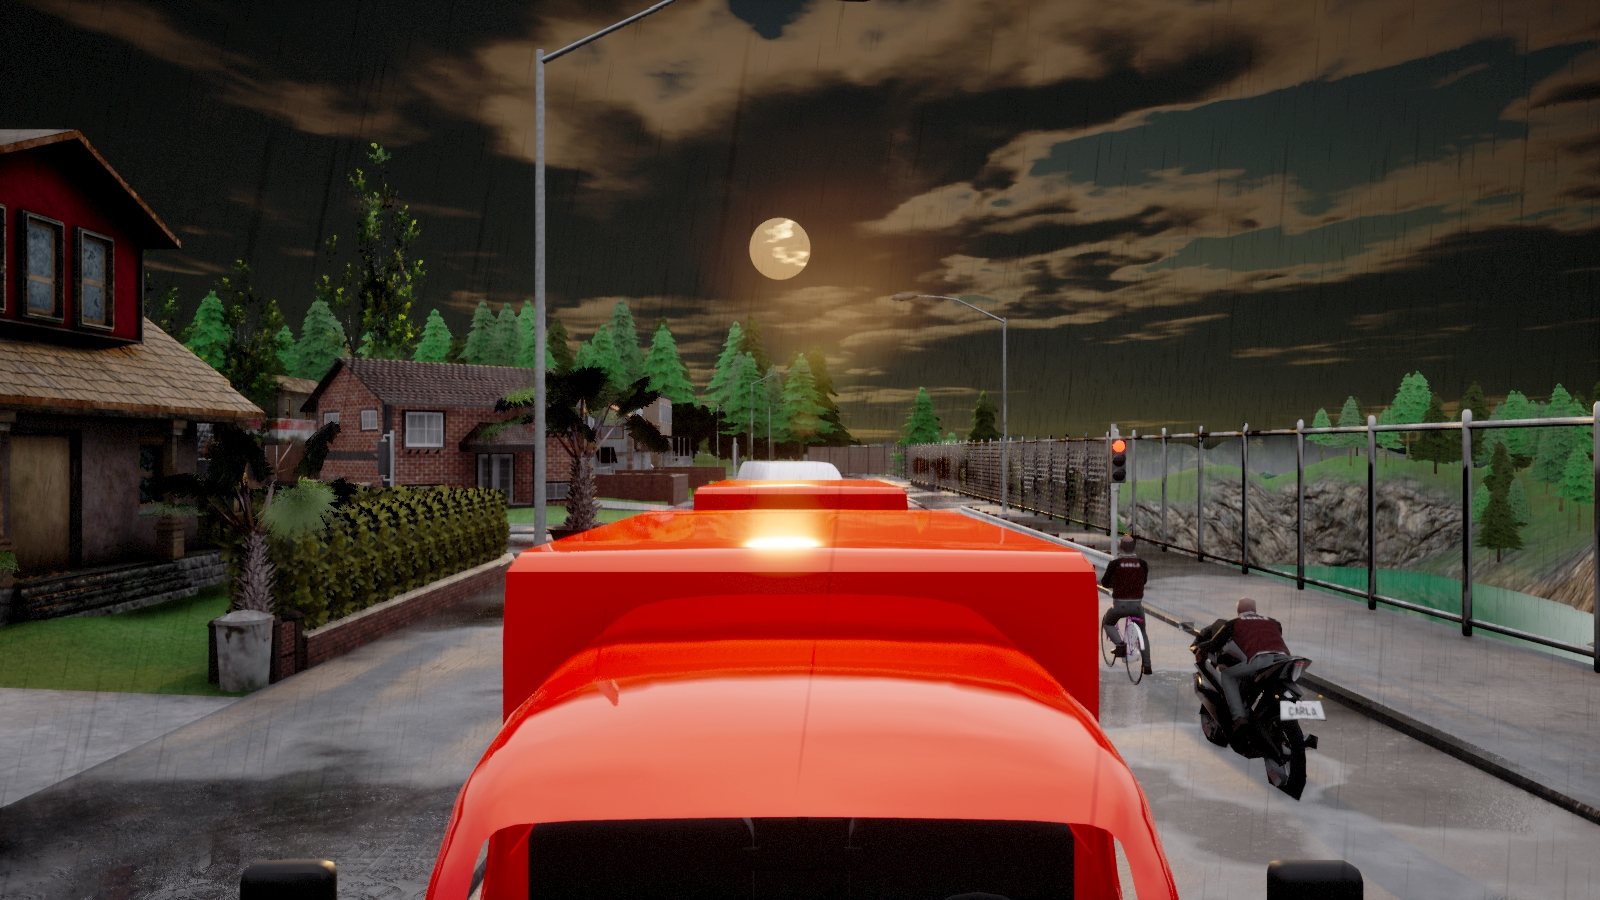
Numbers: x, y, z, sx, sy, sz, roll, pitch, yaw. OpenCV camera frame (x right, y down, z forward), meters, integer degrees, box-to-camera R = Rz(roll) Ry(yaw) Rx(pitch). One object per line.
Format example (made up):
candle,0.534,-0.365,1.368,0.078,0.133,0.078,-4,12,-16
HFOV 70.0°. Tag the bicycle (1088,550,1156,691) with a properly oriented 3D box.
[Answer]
bicycle,3.986,2.066,14.240,0.329,1.471,1.835,0,0,0

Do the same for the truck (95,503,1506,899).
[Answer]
truck,-0.001,1.570,4.728,2.627,2.467,5.204,0,0,0

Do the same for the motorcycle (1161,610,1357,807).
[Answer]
motorcycle,4.000,2.210,10.191,0.867,1.251,2.209,0,0,0

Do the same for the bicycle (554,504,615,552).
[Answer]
bicycle,-6.027,2.170,32.019,1.487,1.276,0.859,0,0,8
